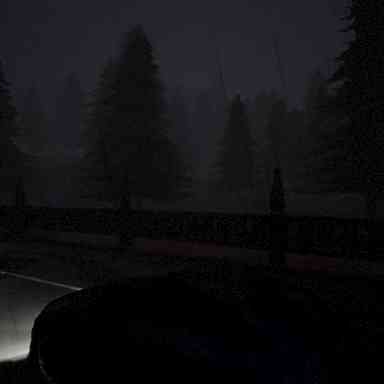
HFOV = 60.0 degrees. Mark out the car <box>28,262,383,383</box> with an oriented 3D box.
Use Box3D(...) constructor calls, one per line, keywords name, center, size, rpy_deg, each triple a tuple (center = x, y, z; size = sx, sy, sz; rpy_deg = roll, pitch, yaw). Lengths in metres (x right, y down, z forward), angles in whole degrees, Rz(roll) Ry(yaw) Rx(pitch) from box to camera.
Box3D(name="car", center=(-0.002, 1.564, 3.867), size=(4.181, 1.385, 1.994), rpy_deg=(0, 0, 34))
